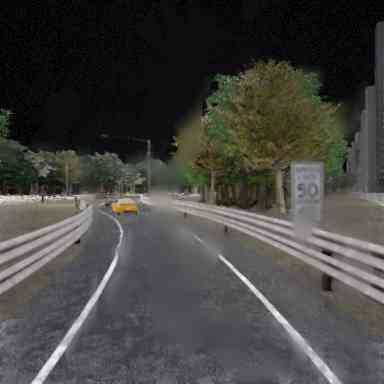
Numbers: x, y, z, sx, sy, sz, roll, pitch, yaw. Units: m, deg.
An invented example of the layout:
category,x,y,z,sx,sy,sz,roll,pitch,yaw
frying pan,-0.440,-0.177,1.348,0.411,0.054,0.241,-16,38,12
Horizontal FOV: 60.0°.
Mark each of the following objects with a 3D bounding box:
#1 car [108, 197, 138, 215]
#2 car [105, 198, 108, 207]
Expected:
category,x,y,z,sx,sy,sz,roll,pitch,yaw
car,-6.730,1.363,32.997,1.882,1.535,5.008,0,1,-21
car,-10.790,1.364,45.132,1.895,1.301,4.718,0,1,-13
